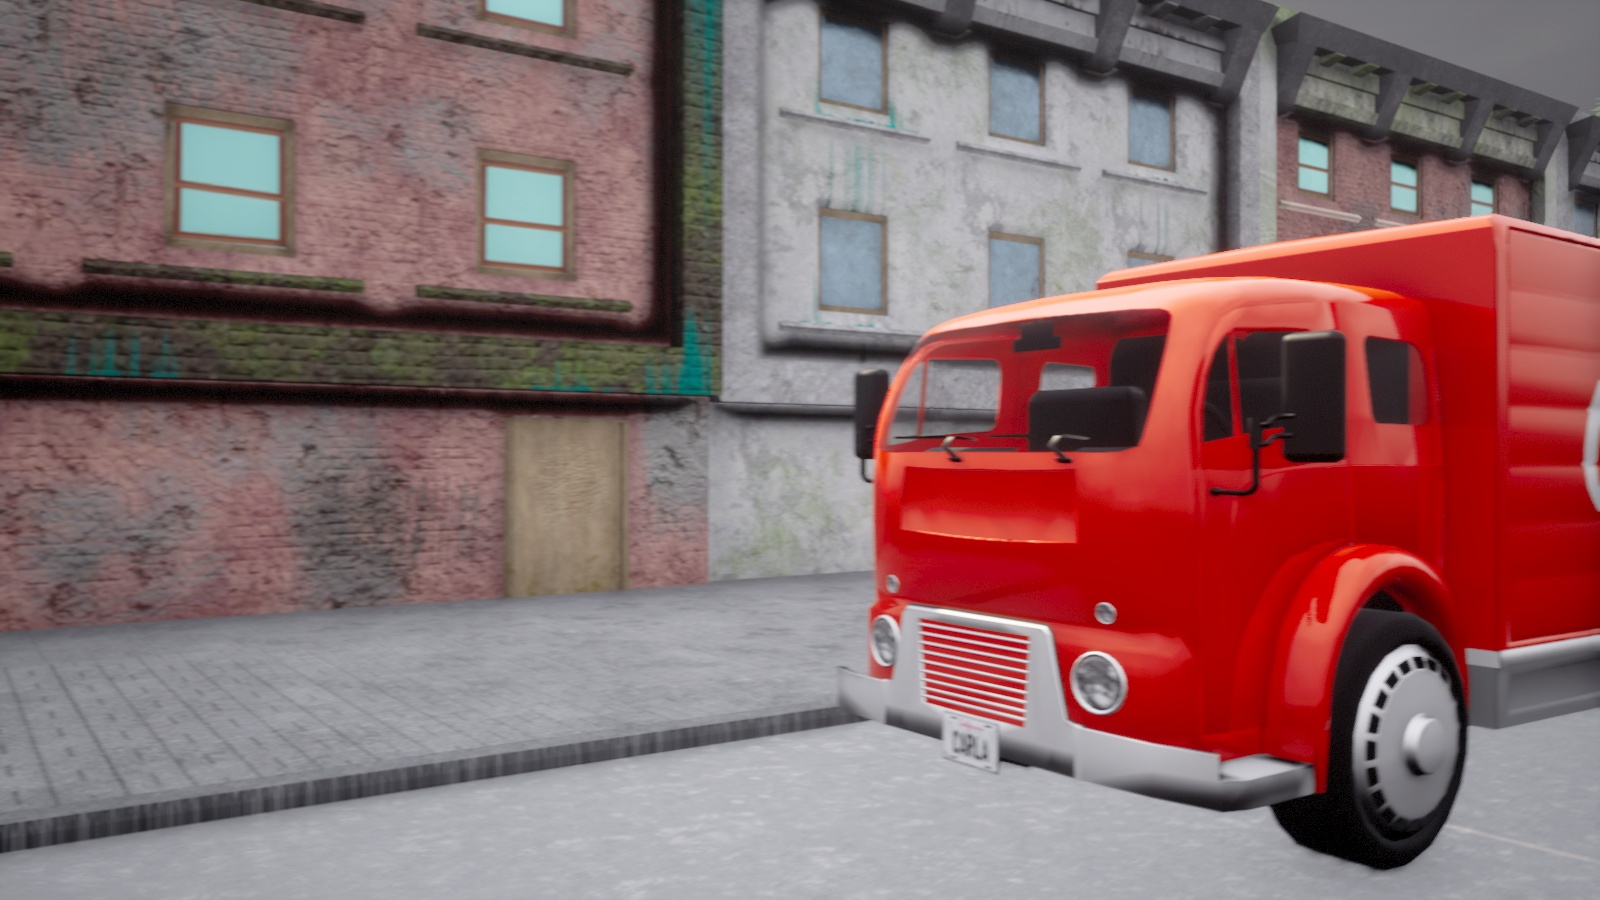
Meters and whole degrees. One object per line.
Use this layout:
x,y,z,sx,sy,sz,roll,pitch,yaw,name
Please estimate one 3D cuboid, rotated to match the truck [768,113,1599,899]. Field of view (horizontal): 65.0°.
2.742,0.267,6.174,5.204,2.467,2.627,0,0,-35,truck
